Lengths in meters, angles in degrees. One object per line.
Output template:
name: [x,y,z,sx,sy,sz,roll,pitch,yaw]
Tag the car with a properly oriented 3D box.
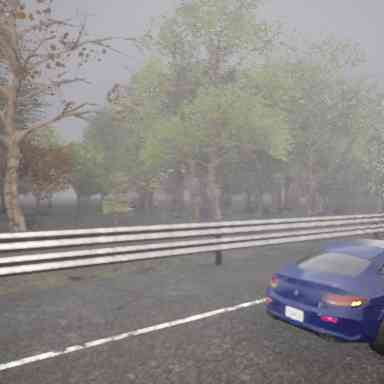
car: [3.351,1.600,6.112,4.674,1.442,1.812,1,0,-35]
